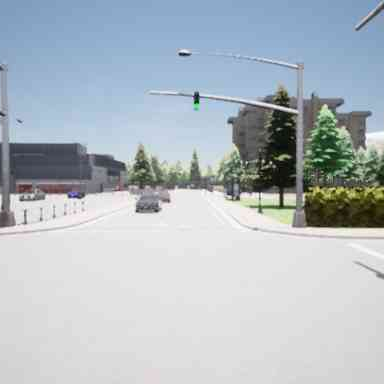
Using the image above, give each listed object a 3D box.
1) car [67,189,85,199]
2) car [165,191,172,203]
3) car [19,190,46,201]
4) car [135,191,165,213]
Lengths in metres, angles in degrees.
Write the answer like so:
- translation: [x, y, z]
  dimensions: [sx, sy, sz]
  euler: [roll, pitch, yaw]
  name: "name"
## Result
- translation: [-17.473, 0.271, 50.283]
  dimensions: [1.845, 1.501, 3.633]
  euler: [0, 1, 0]
  name: "car"
- translation: [-3.597, 0.618, 41.433]
  dimensions: [1.812, 1.442, 4.674]
  euler: [0, 2, 0]
  name: "car"
- translation: [-20.524, 0.444, 42.893]
  dimensions: [1.970, 1.475, 3.806]
  euler: [0, 1, 0]
  name: "car"
- translation: [-3.603, 0.886, 28.150]
  dimensions: [1.837, 1.490, 4.892]
  euler: [0, 1, 0]
  name: "car"
